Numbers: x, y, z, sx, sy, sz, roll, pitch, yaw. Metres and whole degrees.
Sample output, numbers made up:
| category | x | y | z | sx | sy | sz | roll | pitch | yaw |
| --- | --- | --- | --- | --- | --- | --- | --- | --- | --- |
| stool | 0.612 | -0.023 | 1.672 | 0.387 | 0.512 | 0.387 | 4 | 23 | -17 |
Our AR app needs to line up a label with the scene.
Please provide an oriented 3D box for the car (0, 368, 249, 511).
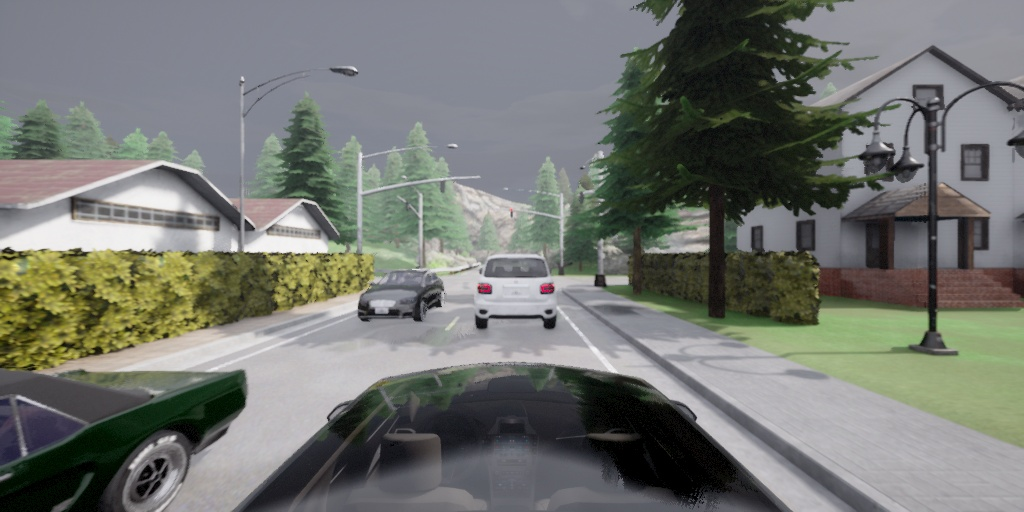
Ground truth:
| category | x | y | z | sx | sy | sz | roll | pitch | yaw |
| --- | --- | --- | --- | --- | --- | --- | --- | --- | --- |
| car | -3.594 | 1.351 | 1.367 | 1.895 | 1.301 | 4.718 | 0 | 0 | 0 |

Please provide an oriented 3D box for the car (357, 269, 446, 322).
| category | x | y | z | sx | sy | sz | roll | pitch | yaw |
| --- | --- | --- | --- | --- | --- | --- | --- | --- | --- |
| car | -3.541 | 1.231 | 12.259 | 2.128 | 1.511 | 4.902 | 0 | 0 | 1 |

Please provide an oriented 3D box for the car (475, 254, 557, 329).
| category | x | y | z | sx | sy | sz | roll | pitch | yaw |
| --- | --- | --- | --- | --- | --- | --- | --- | --- | --- |
| car | 0.102 | 0.962 | 11.326 | 2.150 | 2.045 | 5.566 | 0 | 0 | 0 |
